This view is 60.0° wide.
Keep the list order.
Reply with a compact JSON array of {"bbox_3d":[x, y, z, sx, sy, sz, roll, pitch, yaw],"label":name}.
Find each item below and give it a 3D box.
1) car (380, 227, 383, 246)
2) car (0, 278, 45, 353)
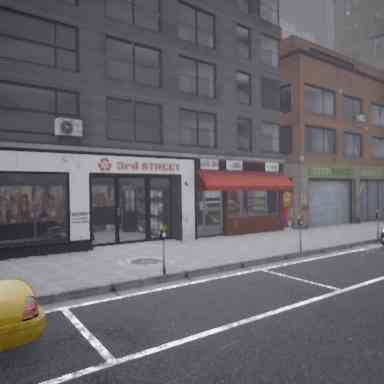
[{"bbox_3d":[9.305,1.422,13.307,4.097,1.590,1.967,0,-1,-36],"label":"car"},{"bbox_3d":[-4.275,1.527,3.614,4.829,1.417,1.752,0,-1,-36],"label":"car"}]
